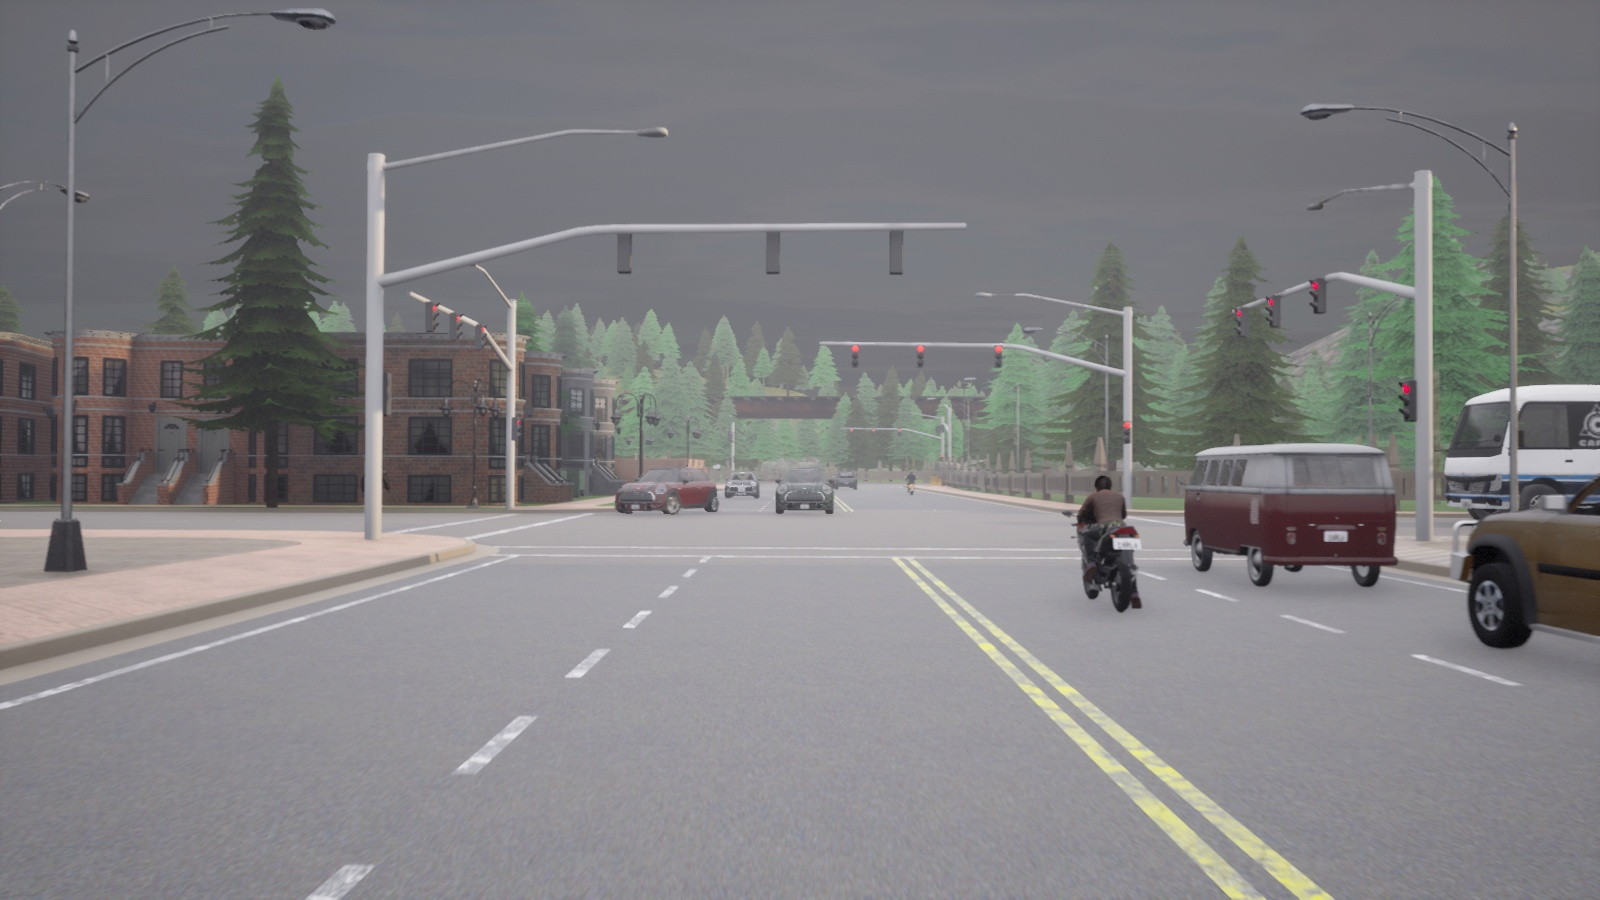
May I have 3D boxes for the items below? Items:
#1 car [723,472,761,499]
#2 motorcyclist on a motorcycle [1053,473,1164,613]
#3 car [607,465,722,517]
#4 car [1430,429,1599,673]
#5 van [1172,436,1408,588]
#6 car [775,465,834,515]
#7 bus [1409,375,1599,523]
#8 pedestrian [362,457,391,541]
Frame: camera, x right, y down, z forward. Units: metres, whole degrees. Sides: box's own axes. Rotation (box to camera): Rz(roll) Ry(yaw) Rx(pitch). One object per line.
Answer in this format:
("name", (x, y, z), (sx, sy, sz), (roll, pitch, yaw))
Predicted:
("car", (-3.247, 1.987, 71.275), (1.970, 1.475, 3.806), (0, -1, 0))
("motorcyclist on a motorcycle", (3.561, 1.028, 14.689), (0.797, 1.523, 2.044), (0, -1, 0))
("car", (-4.814, 1.451, 45.271), (2.097, 1.767, 4.553), (-1, -1, 24))
("car", (7.044, 0.767, 9.789), (1.932, 1.855, 4.605), (0, -1, 0))
("van", (7.073, 0.852, 18.682), (1.775, 1.987, 4.442), (0, -1, 0))
("car", (0.168, 1.450, 46.428), (2.097, 1.767, 4.553), (0, -1, 0))
("bus", (24.628, -0.022, 38.191), (10.273, 4.253, 3.944), (0, -1, 0))
("pedestrian", (-9.849, 1.127, 29.231), (0.402, 1.930, 0.666), (0, -1, 4))
